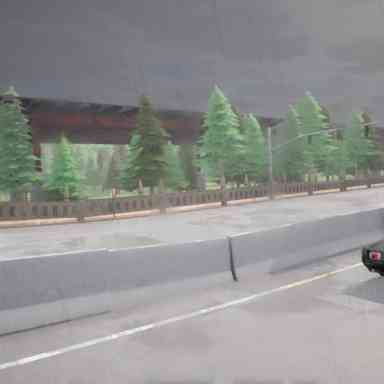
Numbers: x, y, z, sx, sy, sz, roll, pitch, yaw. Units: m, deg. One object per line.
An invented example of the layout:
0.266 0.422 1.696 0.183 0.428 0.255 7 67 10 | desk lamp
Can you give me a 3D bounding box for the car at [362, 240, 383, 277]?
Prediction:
6.292 1.374 8.271 4.718 1.301 1.895 -3 2 -36 | car
